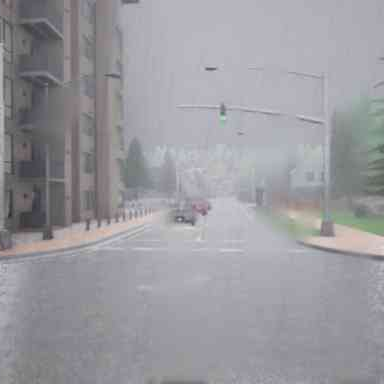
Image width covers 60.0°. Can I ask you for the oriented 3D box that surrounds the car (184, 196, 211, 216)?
[{"bbox_3d":[0.454,1.397,34.861,2.150,2.045,5.566,-1,-1,6],"label":"car"}]

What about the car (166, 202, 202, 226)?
[{"bbox_3d":[-0.640,1.698,24.798,1.994,1.385,4.181,-1,0,6],"label":"car"}]
